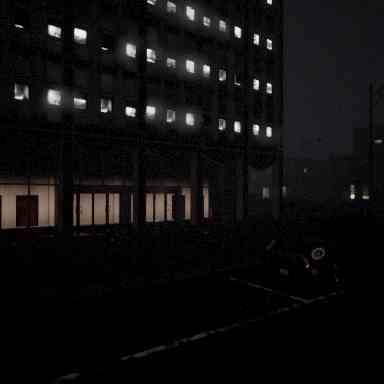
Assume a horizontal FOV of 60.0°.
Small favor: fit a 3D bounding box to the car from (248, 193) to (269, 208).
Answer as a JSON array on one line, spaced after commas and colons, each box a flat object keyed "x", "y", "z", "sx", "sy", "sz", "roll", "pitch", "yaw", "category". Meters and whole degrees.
[{"x": 8.631, "y": 1.168, "z": 43.757, "sx": 2.192, "sy": 1.841, "sz": 5.009, "roll": 1, "pitch": 0, "yaw": -35, "category": "car"}]

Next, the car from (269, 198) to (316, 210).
[{"x": 11.777, "y": 1.427, "z": 39.201, "sx": 2.008, "sy": 1.369, "sz": 4.403, "roll": 1, "pitch": 0, "yaw": -35, "category": "car"}]

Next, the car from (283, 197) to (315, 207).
[{"x": 15.524, "y": 1.481, "z": 48.519, "sx": 1.802, "sy": 1.307, "sz": 4.206, "roll": 1, "pitch": 0, "yaw": -35, "category": "car"}]

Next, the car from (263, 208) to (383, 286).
[{"x": 3.888, "y": 1.441, "z": 9.330, "sx": 4.097, "sy": 1.590, "sz": 1.967, "roll": 0, "pitch": 0, "yaw": -36, "category": "car"}]

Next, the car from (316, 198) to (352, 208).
[{"x": 18.576, "y": 1.447, "z": 44.103, "sx": 1.752, "sy": 1.417, "sz": 4.829, "roll": 1, "pitch": 0, "yaw": -35, "category": "car"}]

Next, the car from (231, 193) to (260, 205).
[{"x": 9.232, "y": 1.169, "z": 57.629, "sx": 2.192, "sy": 1.841, "sz": 5.009, "roll": 1, "pitch": 0, "yaw": -35, "category": "car"}]
